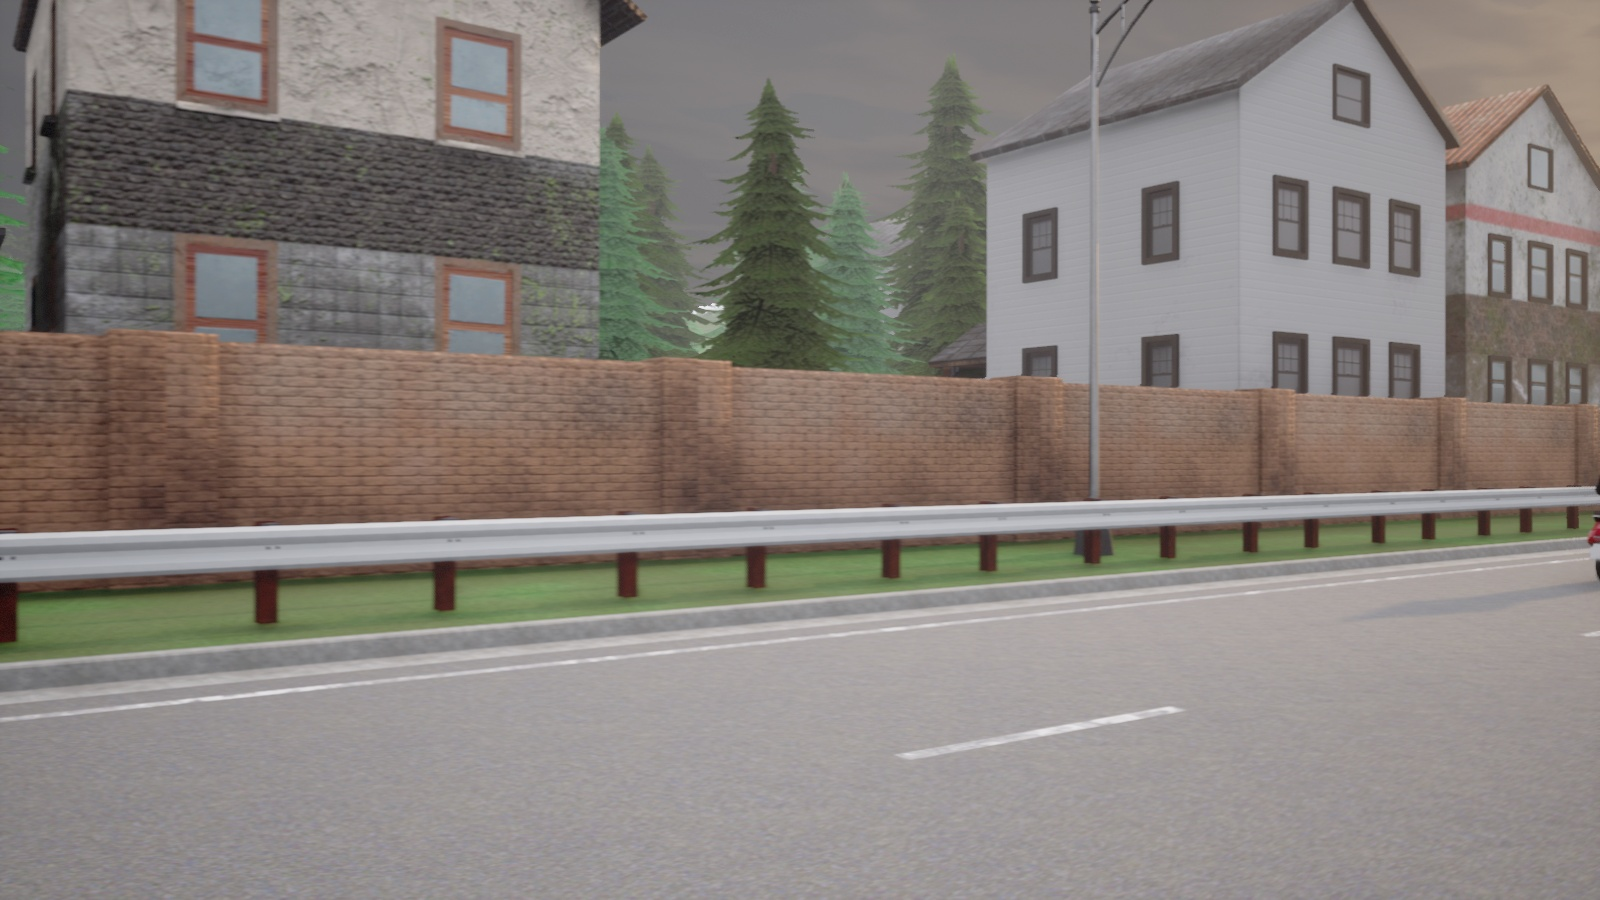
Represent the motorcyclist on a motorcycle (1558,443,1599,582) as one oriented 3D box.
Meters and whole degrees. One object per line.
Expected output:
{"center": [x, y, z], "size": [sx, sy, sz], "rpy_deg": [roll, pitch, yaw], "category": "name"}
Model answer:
{"center": [9.858, 0.714, 14.841], "size": [1.817, 1.590, 0.866], "rpy_deg": [0, 0, -35], "category": "motorcyclist on a motorcycle"}
